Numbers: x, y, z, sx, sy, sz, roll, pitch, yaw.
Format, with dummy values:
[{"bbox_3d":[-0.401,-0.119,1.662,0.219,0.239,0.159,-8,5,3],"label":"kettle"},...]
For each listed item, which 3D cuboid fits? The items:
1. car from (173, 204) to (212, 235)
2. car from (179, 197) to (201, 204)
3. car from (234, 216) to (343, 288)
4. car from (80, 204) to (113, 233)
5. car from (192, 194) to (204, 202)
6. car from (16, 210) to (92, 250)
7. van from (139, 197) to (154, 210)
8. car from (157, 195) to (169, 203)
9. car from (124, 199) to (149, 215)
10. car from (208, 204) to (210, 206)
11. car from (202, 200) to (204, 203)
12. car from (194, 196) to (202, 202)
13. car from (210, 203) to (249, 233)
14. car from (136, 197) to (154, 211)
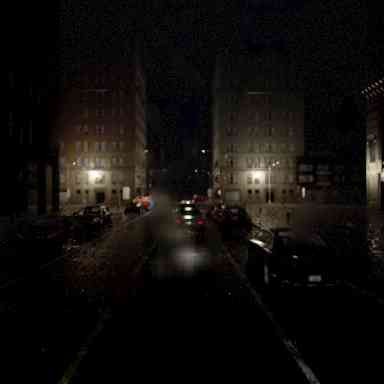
[{"bbox_3d":[-0.176,1.647,19.644,2.033,1.411,5.357,0,0,-1],"label":"car"},{"bbox_3d":[-0.444,1.678,38.638,2.128,1.511,4.902,0,0,-1],"label":"car"},{"bbox_3d":[2.552,1.593,9.168,2.008,1.369,4.403,0,0,-1],"label":"car"},{"bbox_3d":[-6.133,1.559,20.349,1.967,1.590,4.097,0,0,-1],"label":"car"},{"bbox_3d":[1.611,1.600,75.654,2.192,1.841,5.009,0,0,-1],"label":"car"},{"bbox_3d":[-6.053,1.674,14.708,1.802,1.307,4.206,0,0,-1],"label":"car"},{"bbox_3d":[-6.533,1.586,48.547,1.690,1.788,3.998,0,0,-1],"label":"van"},{"bbox_3d":[-6.912,1.832,75.390,1.752,1.417,4.829,0,0,-1],"label":"car"},{"bbox_3d":[-6.373,1.761,37.266,1.947,1.339,4.313,0,0,-1],"label":"car"},{"bbox_3d":[2.313,1.704,26.084,1.802,1.307,4.206,0,0,-1],"label":"car"},{"bbox_3d":[2.233,1.692,31.722,1.887,1.381,4.507,0,0,-1],"label":"car"},{"bbox_3d":[1.451,1.851,86.965,1.887,1.381,4.507,0,0,-1],"label":"car"},{"bbox_3d":[2.392,1.536,20.445,1.967,1.590,4.097,0,0,-1],"label":"car"},{"bbox_3d":[-6.453,1.536,42.907,2.192,1.841,5.009,0,0,-1],"label":"car"}]
